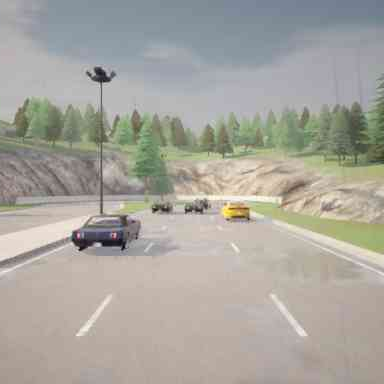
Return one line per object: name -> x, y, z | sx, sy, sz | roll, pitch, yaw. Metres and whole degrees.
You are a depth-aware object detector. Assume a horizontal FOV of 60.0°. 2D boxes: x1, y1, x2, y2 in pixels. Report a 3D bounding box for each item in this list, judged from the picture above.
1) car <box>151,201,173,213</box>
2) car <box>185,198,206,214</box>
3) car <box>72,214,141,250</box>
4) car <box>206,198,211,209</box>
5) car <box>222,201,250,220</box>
car -> -3.200, 1.601, 36.770 | 1.895, 1.301, 4.718 | 0, 0, 3
car -> 0.254, 1.601, 35.366 | 1.895, 1.301, 4.718 | 0, 0, 2
car -> -3.404, 1.601, 14.197 | 1.895, 1.301, 4.718 | 0, 0, 0
car -> 1.388, 1.491, 44.566 | 2.128, 1.511, 4.902 | 0, 0, 12
car -> 3.597, 1.477, 27.786 | 1.882, 1.535, 5.008 | 0, 0, 0
